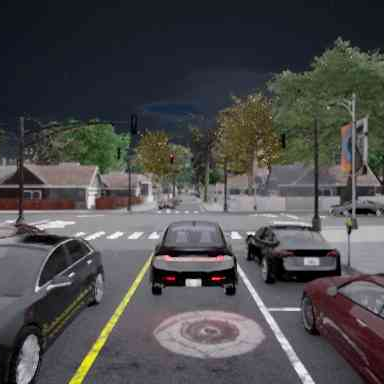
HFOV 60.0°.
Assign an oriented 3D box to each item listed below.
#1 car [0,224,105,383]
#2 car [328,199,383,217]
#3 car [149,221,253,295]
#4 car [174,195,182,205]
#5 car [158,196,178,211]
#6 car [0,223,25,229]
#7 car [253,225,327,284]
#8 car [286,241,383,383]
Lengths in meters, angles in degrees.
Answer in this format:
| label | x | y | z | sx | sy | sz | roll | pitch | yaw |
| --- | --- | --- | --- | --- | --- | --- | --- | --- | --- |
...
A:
| label | x | y | z | sx | sy | sz | roll | pitch | yaw |
| --- | --- | --- | --- | --- | --- | --- | --- | --- | --- |
| car | -2.751 | 1.506 | 5.231 | 1.837 | 1.490 | 4.892 | 0 | 0 | 0 |
| car | 14.530 | 1.396 | 29.130 | 4.902 | 1.511 | 2.128 | 0 | 0 | -2 |
| car | 0.052 | 1.491 | 8.677 | 2.128 | 1.511 | 4.902 | 0 | 0 | 1 |
| car | -3.127 | 1.634 | 57.306 | 1.895 | 1.301 | 4.718 | 0 | 0 | 0 |
| car | -3.102 | 1.580 | 41.736 | 1.994 | 1.385 | 4.181 | 0 | 0 | 0 |
| car | -5.388 | 1.582 | 9.401 | 1.802 | 1.307 | 4.206 | 0 | 0 | 0 |
| car | 2.637 | 1.566 | 9.403 | 1.947 | 1.339 | 4.313 | 0 | 0 | 0 |
| car | 2.637 | 1.582 | 3.884 | 1.802 | 1.307 | 4.206 | 0 | 0 | 0 |
